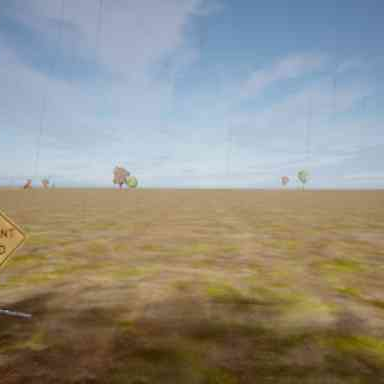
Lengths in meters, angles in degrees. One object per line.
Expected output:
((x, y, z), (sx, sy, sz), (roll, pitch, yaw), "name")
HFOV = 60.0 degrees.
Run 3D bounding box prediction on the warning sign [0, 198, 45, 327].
((-3.219, 1.045, 5.207), (1.060, 1.860, 1.300), (1, 1, 37), "warning sign")
